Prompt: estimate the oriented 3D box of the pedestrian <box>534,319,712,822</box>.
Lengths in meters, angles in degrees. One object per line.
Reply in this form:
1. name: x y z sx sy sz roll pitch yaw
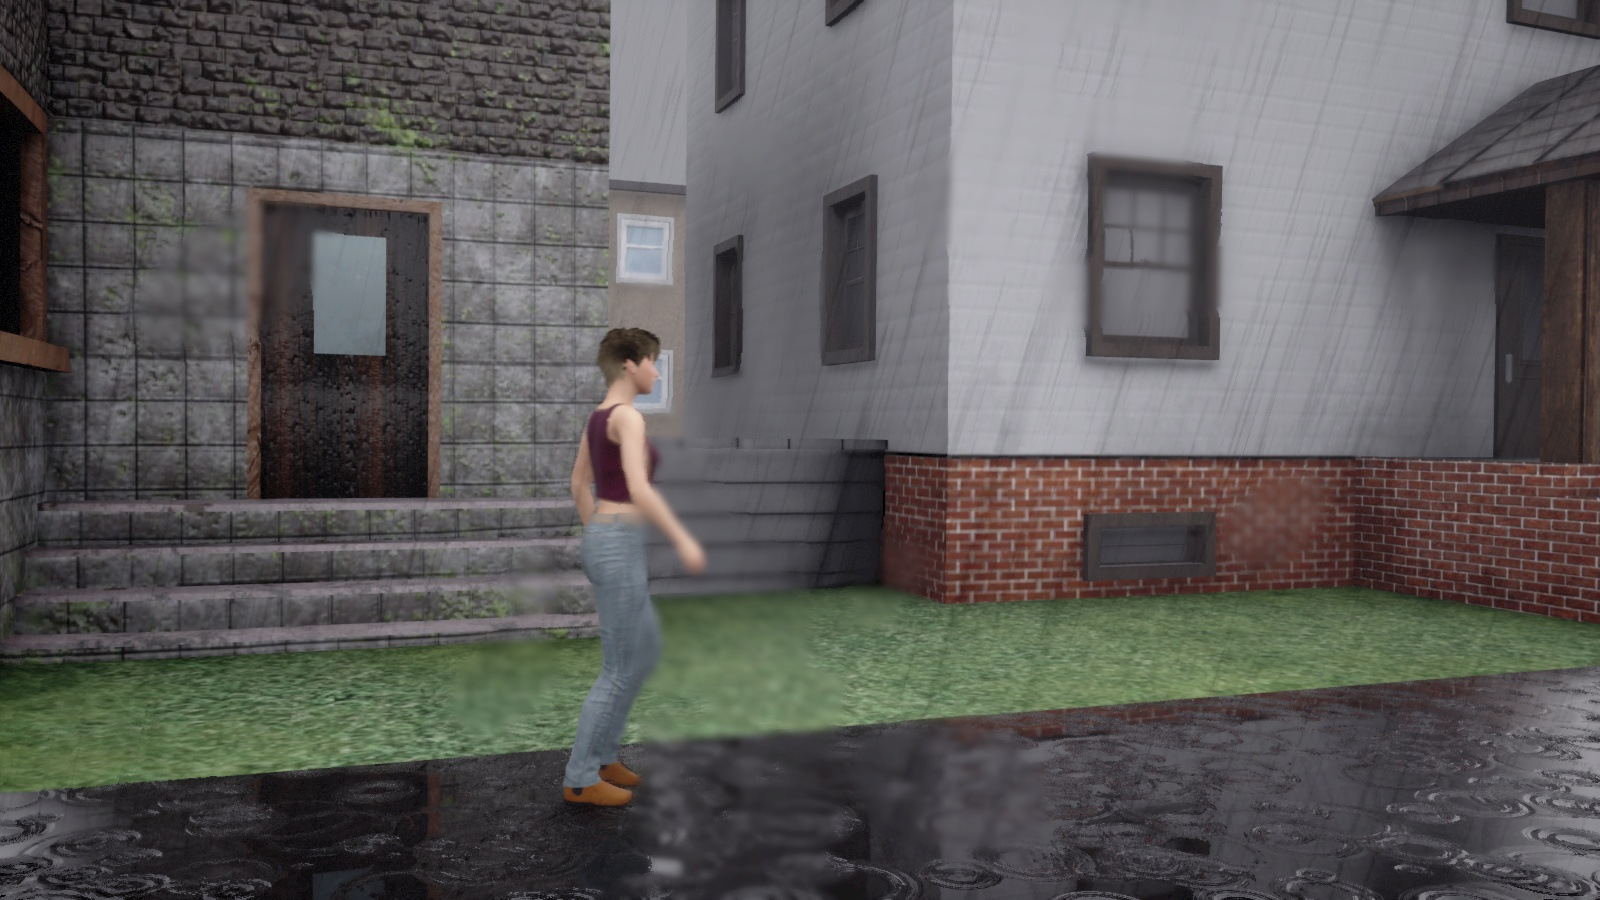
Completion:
1. pedestrian: -0.687 0.436 4.841 0.594 1.836 0.345 -1 1 -21
